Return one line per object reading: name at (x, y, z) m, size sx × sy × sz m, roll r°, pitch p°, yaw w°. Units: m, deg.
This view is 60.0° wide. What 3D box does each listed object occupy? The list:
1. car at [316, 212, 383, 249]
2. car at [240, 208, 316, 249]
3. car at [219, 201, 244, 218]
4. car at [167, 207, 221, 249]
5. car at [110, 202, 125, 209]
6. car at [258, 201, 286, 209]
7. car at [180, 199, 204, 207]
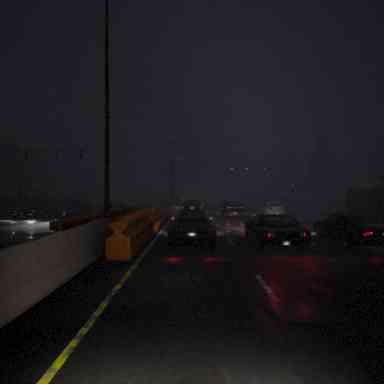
car at (7.000, 1.561, 14.503) m, size 2.033 × 1.411 × 5.357 m, roll 0°, pitch 0°, yaw 0°
car at (3.500, 1.614, 14.533) m, size 1.895 × 1.301 × 4.718 m, roll 0°, pitch 0°, yaw 0°
car at (3.500, 1.493, 29.503) m, size 2.128 × 1.511 × 4.902 m, roll 0°, pitch 0°, yaw 0°
car at (0.000, 1.570, 14.503) m, size 1.994 × 1.385 × 4.181 m, roll 0°, pitch 0°, yaw 0°
car at (-7.000, 1.598, 29.746) m, size 1.994 × 1.385 × 4.181 m, roll 0°, pitch 0°, yaw 0°
car at (7.000, 1.531, 29.503) m, size 1.812 × 1.442 × 4.674 m, roll 0°, pitch 0°, yaw 0°
car at (0.000, 1.364, 29.473) m, size 2.097 × 1.767 × 4.553 m, roll 0°, pitch 0°, yaw 0°
